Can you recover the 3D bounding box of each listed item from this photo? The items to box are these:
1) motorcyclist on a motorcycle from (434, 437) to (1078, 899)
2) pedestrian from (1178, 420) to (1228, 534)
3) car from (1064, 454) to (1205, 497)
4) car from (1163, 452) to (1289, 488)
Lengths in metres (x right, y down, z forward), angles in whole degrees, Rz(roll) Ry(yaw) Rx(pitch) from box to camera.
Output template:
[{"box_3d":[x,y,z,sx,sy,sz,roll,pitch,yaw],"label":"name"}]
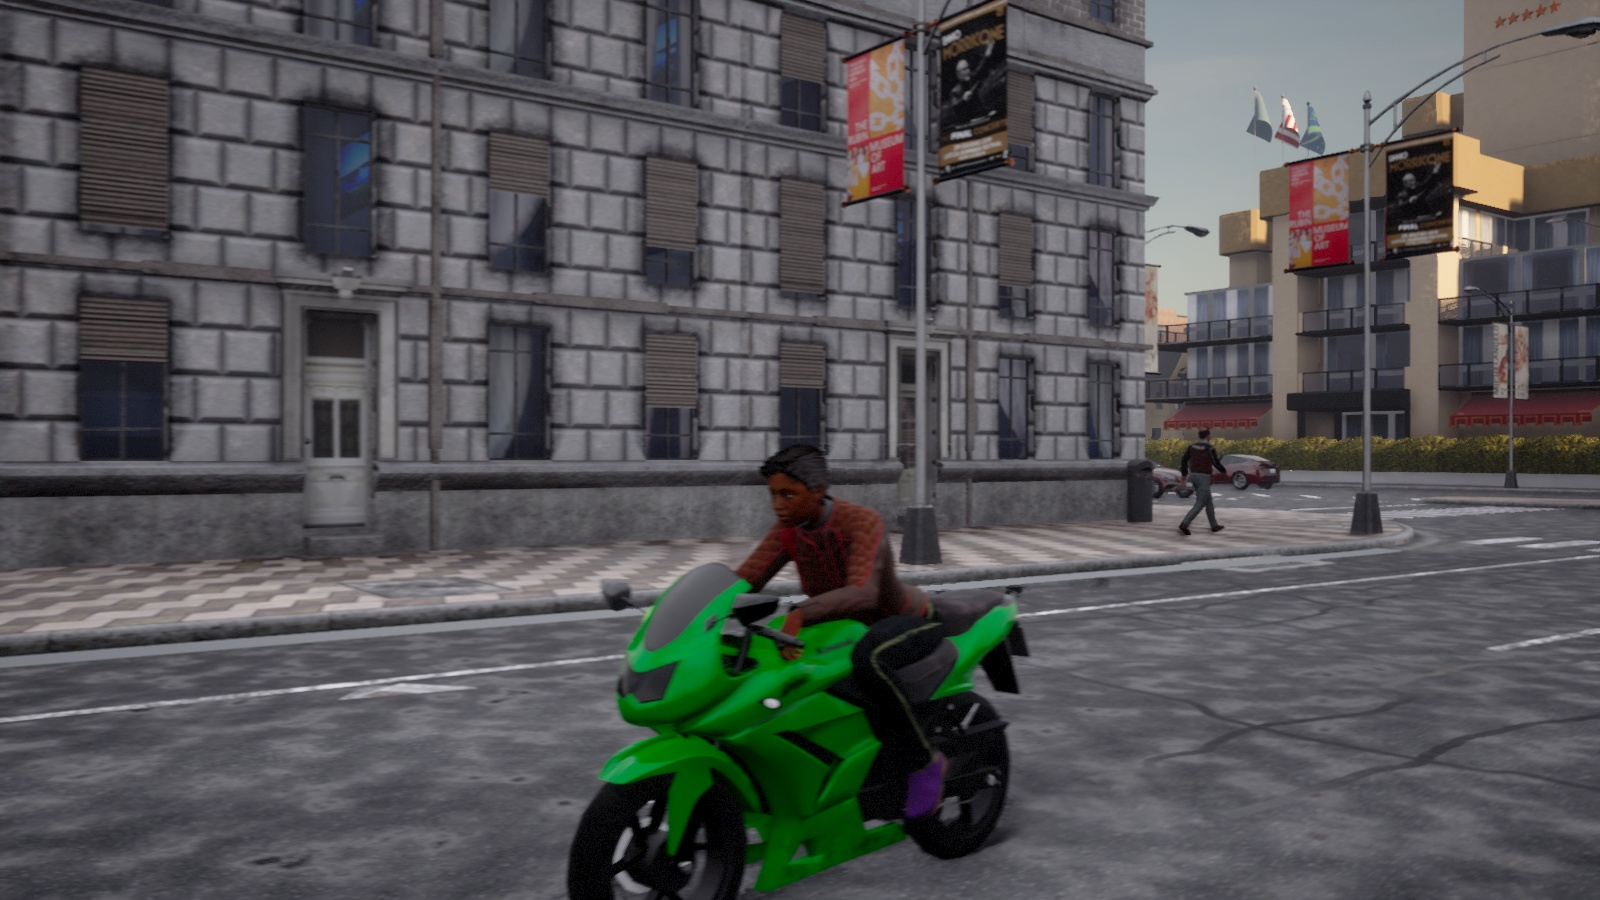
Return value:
[{"box_3d":[-0.029,0.737,4.001,0.797,1.523,2.044,-1,-1,45],"label":"motorcyclist on a motorcycle"},{"box_3d":[6.641,0.439,20.693,0.720,1.854,0.376,0,0,-25],"label":"pedestrian"},{"box_3d":[11.671,0.857,44.073,1.812,1.442,4.674,0,0,-36],"label":"car"},{"box_3d":[18.391,0.842,54.401,2.163,1.488,4.792,0,0,-36],"label":"car"}]
